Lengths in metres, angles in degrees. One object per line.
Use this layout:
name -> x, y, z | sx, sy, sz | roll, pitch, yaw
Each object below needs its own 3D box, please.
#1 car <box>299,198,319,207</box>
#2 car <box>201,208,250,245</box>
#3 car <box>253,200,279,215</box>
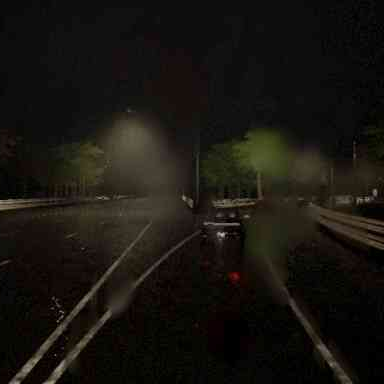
car -> 18.273, 1.628, 51.997 | 1.994, 1.385, 4.181 | 0, 0, 38
car -> 1.625, 1.501, 15.609 | 2.128, 1.511, 4.902 | 0, 0, 11
car -> 7.778, 1.531, 34.762 | 1.882, 1.535, 5.008 | 0, 0, 25
